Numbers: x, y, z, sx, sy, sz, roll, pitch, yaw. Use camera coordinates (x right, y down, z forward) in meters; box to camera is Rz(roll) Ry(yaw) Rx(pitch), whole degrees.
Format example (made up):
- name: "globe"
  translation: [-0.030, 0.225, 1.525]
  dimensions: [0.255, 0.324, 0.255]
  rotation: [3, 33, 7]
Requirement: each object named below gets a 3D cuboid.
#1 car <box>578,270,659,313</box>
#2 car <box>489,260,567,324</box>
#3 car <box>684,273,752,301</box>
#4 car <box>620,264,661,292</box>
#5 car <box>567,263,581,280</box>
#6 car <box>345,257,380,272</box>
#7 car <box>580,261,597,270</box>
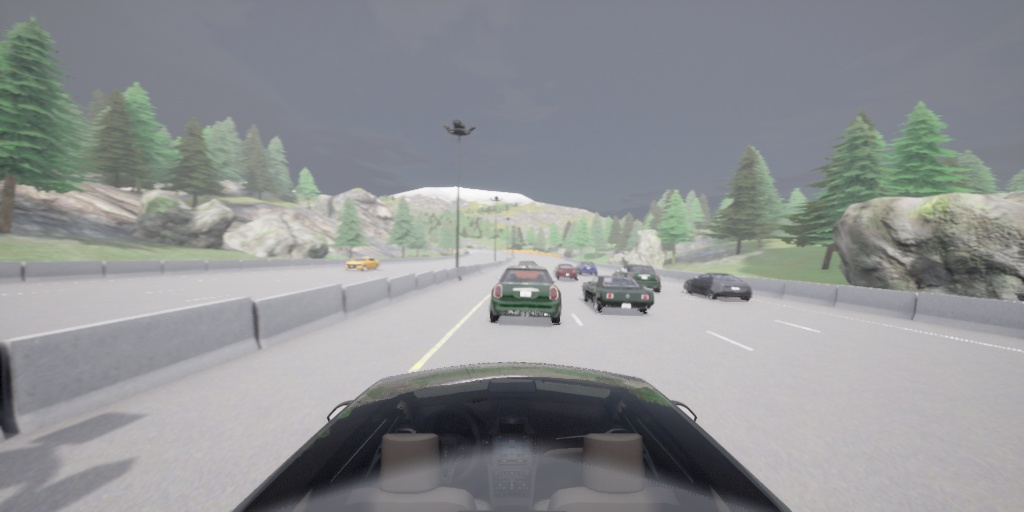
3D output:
- name: "car"
  translation: [4.082, 1.443, 14.629]
  dimensions: [1.895, 1.301, 4.718]
  rotation: [2, 0, 3]
- name: "car"
  translation: [0.480, 1.091, 12.214]
  dimensions: [2.097, 1.767, 4.553]
  rotation: [2, 0, 3]
- name: "car"
  translation: [11.324, 1.621, 20.012]
  dimensions: [1.994, 1.385, 4.181]
  rotation: [2, 0, 3]
- name: "car"
  translation: [7.979, 1.323, 23.434]
  dimensions: [2.097, 1.767, 4.553]
  rotation: [2, 0, 3]
- name: "car"
  translation: [4.888, 1.437, 33.141]
  dimensions: [1.812, 1.442, 4.674]
  rotation: [2, 0, 2]
- name: "car"
  translation: [-15.973, 0.815, 38.517]
  dimensions: [1.882, 1.535, 5.008]
  rotation: [2, 0, 3]
- name: "car"
  translation: [8.845, 1.404, 43.056]
  dimensions: [2.097, 1.767, 4.553]
  rotation: [2, 0, 3]
